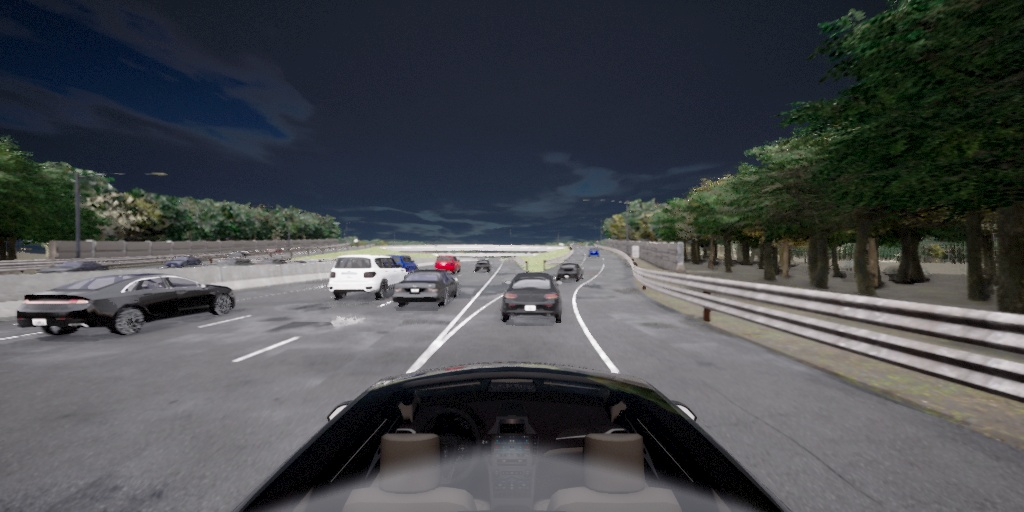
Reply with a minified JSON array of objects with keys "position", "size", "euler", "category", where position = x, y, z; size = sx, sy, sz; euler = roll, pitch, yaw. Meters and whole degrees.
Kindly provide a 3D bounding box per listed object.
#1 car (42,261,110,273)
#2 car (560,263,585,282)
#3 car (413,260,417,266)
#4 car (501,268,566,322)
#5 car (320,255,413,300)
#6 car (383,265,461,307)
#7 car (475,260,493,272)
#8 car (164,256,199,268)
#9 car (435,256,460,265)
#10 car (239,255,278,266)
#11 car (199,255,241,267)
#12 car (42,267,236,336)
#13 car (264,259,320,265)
[{"position":[-37.230,1.148,30.702],"size":[2.033,1.411,5.357],"euler":[0,1,-21],"category":"car"},{"position":[5.070,1.366,30.800],"size":[1.837,1.490,4.892],"euler":[0,0,17],"category":"car"},{"position":[-10.463,0.966,33.299],"size":[2.150,2.045,5.566],"euler":[0,0,0],"category":"car"},{"position":[0.735,1.274,12.211],"size":[1.812,1.442,4.674],"euler":[0,0,6],"category":"car"},{"position":[-6.913,0.968,17.885],"size":[2.150,2.045,5.566],"euler":[0,0,0],"category":"car"},{"position":[-3.508,1.295,15.451],"size":[2.033,1.411,5.357],"euler":[0,0,0],"category":"car"},{"position":[-3.642,1.240,46.115],"size":[1.837,1.490,4.892],"euler":[0,0,0],"category":"car"},{"position":[-42.824,0.764,46.863],"size":[2.033,1.411,5.357],"euler":[0,2,-17],"category":"car"},{"position":[-6.995,0.966,39.211],"size":[2.150,2.045,5.566],"euler":[0,0,0],"category":"car"},{"position":[-24.670,1.093,36.309],"size":[2.097,1.767,4.553],"euler":[0,0,0],"category":"car"},{"position":[-28.167,1.093,36.043],"size":[2.097,1.767,4.553],"euler":[0,0,0],"category":"car"},{"position":[-10.405,1.239,10.320],"size":[2.128,1.511,4.902],"euler":[0,0,0],"category":"car"},{"position":[-21.169,1.290,35.022],"size":[2.033,1.411,5.357],"euler":[0,0,0],"category":"car"}]
